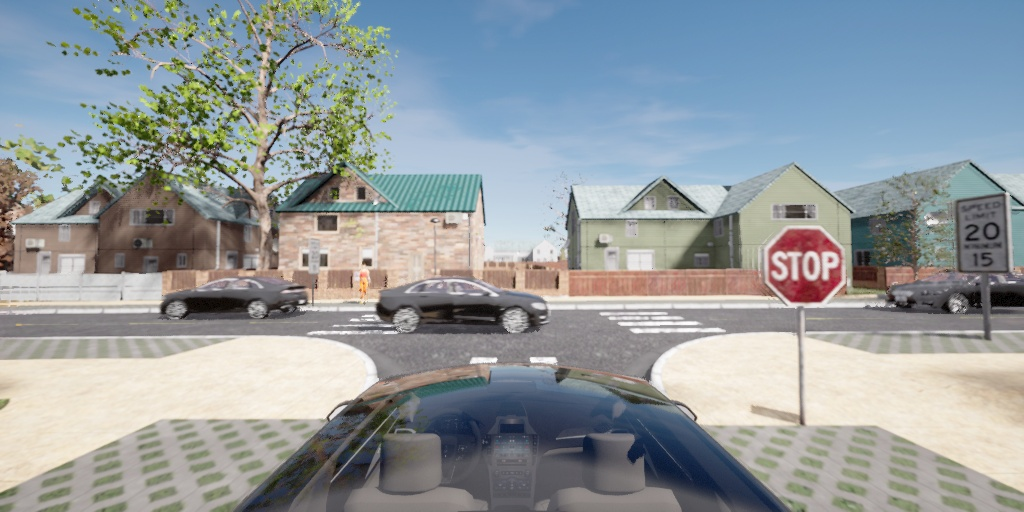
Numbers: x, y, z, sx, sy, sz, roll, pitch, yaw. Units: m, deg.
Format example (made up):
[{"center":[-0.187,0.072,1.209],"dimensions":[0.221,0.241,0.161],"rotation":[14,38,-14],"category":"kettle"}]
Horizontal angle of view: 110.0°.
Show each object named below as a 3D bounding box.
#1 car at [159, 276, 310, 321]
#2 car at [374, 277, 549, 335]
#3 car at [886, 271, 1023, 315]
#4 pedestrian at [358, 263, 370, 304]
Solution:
[{"center":[-10.248,1.521,13.402],"dimensions":[4.902,1.511,2.128],"rotation":[-1,-2,1],"category":"car"},{"center":[-1.394,1.347,10.339],"dimensions":[4.902,1.511,2.128],"rotation":[0,-2,1],"category":"car"},{"center":[16.658,1.272,13.071],"dimensions":[4.902,1.511,2.128],"rotation":[0,-2,1],"category":"car"},{"center":[-6.723,1.232,16.278],"dimensions":[0.375,1.860,0.375],"rotation":[0,-1,1],"category":"pedestrian"}]
